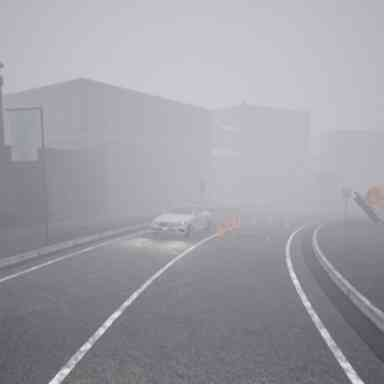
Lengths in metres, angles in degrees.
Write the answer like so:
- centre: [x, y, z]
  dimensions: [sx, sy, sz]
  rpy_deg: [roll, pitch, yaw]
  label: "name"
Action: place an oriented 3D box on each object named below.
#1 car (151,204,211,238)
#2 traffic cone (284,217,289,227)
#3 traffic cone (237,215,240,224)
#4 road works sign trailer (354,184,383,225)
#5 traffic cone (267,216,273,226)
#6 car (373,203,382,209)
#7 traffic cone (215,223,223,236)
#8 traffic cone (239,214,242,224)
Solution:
- centre: [-0.381, 1.338, 16.854]
  dimensions: [1.812, 1.442, 4.674]
  rpy_deg: [2, 1, 20]
  label: "car"
- centre: [5.983, 1.892, 21.036]
  dimensions: [0.340, 0.580, 0.340]
  rpy_deg: [2, 1, 17]
  label: "traffic cone"
- centre: [2.537, 1.794, 20.015]
  dimensions: [0.340, 0.580, 0.340]
  rpy_deg: [2, 1, 17]
  label: "traffic cone"
- centre: [11.096, 1.146, 20.709]
  dimensions: [2.880, 2.380, 3.560]
  rpy_deg: [-45, -26, 25]
  label: "road works sign trailer"
- centre: [5.032, 1.855, 21.331]
  dimensions: [0.340, 0.580, 0.340]
  rpy_deg: [2, 1, 17]
  label: "traffic cone"
- centre: [27.894, 1.835, 47.275]
  dimensions: [4.181, 1.385, 1.994]
  rpy_deg: [2, 4, -23]
  label: "car"
- centre: [1.351, 1.820, 16.196]
  dimensions: [0.340, 0.580, 0.340]
  rpy_deg: [2, 1, 17]
  label: "traffic cone"
- centre: [3.131, 1.779, 21.925]
  dimensions: [0.340, 0.580, 0.340]
  rpy_deg: [2, 1, 17]
  label: "traffic cone"
